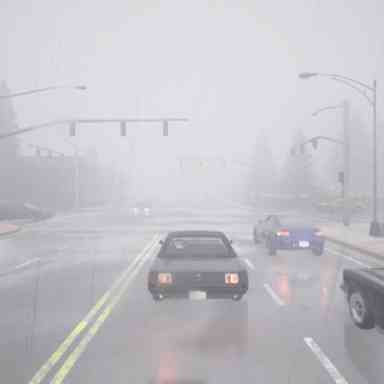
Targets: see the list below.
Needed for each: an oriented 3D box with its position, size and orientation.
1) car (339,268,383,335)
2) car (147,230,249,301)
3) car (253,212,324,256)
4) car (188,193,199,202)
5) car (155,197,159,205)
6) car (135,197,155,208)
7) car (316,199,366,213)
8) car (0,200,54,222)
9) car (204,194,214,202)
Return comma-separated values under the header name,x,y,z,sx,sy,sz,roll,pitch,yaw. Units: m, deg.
name,x,y,z,sx,sy,sz,roll,pitch,yaw
car,3.615,1.600,3.968,1.895,1.301,4.718,0,0,0
car,0.103,1.599,8.282,1.895,1.301,4.718,0,0,0
car,3.643,1.523,13.071,1.812,1.442,4.674,0,0,0
car,0.360,1.211,74.852,2.150,2.045,5.566,0,0,0
car,-6.815,1.553,57.395,1.994,1.385,4.181,0,0,0
car,-6.872,1.517,47.371,1.812,1.442,4.674,0,0,0
car,16.095,1.471,36.046,5.008,1.535,1.882,0,0,0
car,-13.207,1.521,25.920,4.674,1.442,1.812,0,0,0
car,3.864,1.341,74.956,2.097,1.767,4.553,0,0,0
